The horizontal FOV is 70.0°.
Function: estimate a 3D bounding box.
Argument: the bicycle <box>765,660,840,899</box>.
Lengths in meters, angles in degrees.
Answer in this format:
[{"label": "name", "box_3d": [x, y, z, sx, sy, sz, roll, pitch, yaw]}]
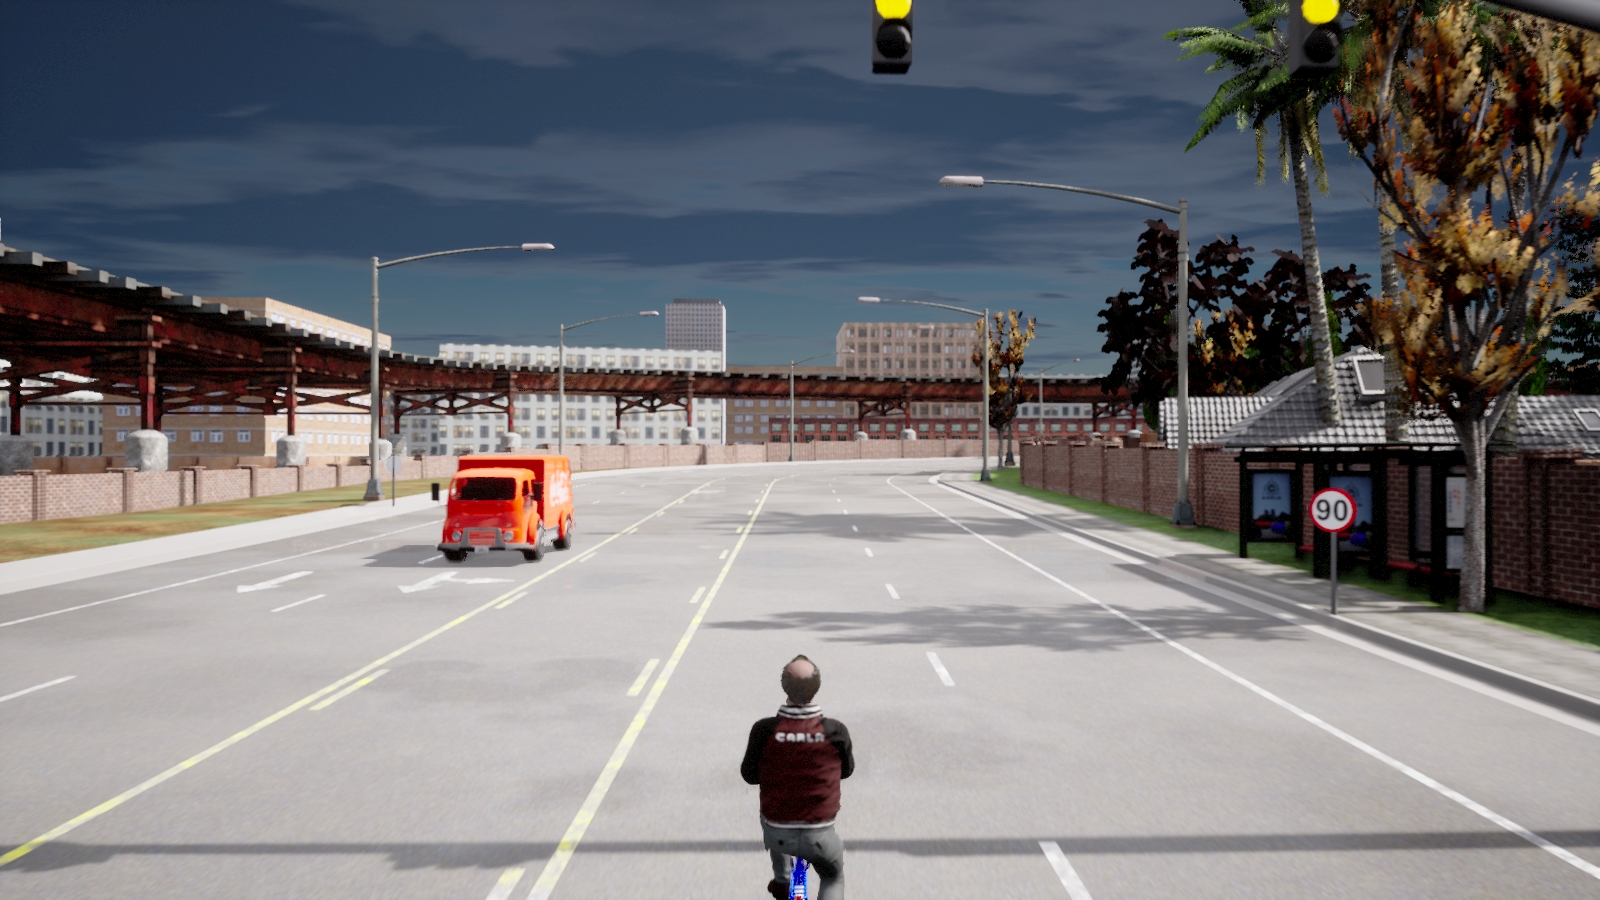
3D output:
[{"label": "bicycle", "box_3d": [0.014, 2.005, 5.905, 0.329, 1.496, 1.835, 0, 0, 0]}]

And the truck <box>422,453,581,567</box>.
[{"label": "truck", "box_3d": [-7.118, 1.338, 27.950, 2.627, 2.467, 5.204, 0, 0, -1]}]
